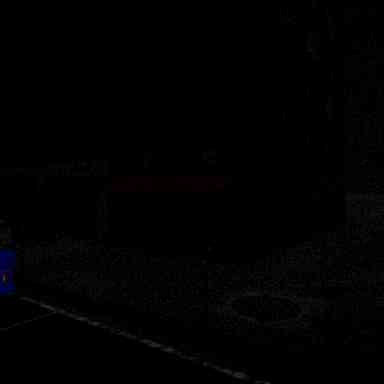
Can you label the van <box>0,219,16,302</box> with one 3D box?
[{"bbox_3d":[-5.310,1.340,6.876,3.998,1.788,1.690,0,0,36],"label":"van"}]
